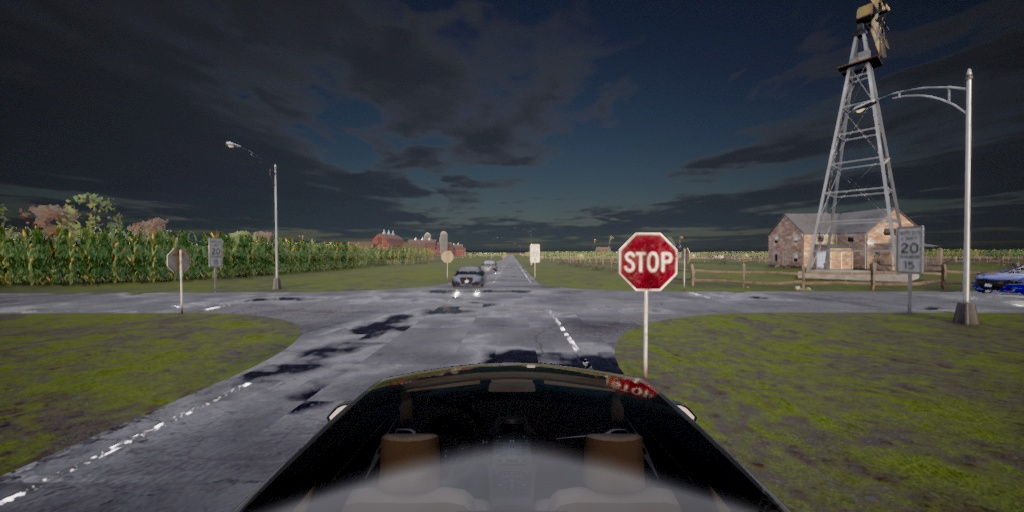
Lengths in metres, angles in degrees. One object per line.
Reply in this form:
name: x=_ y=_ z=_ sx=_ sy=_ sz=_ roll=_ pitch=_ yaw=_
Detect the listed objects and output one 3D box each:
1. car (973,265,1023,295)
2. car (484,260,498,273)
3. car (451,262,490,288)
car: x=24.960 y=1.105 z=16.813 sx=5.008 sy=1.535 sz=1.882 roll=0 pitch=1 yaw=2
car: x=-2.724 y=1.234 z=43.402 sx=1.812 sy=1.442 sz=4.674 roll=0 pitch=0 yaw=0
car: x=-2.738 y=1.325 z=23.592 sx=1.994 sy=1.385 sz=4.181 roll=0 pitch=0 yaw=0
